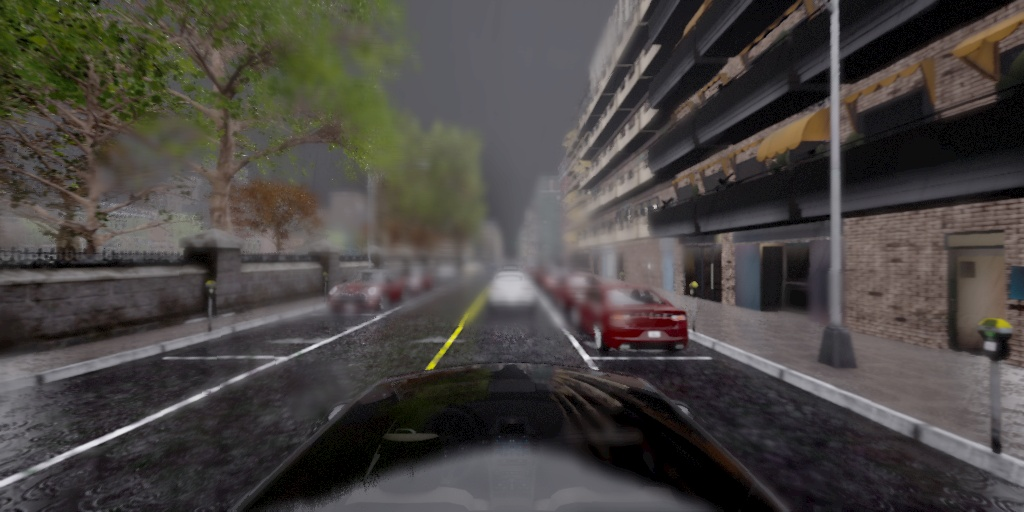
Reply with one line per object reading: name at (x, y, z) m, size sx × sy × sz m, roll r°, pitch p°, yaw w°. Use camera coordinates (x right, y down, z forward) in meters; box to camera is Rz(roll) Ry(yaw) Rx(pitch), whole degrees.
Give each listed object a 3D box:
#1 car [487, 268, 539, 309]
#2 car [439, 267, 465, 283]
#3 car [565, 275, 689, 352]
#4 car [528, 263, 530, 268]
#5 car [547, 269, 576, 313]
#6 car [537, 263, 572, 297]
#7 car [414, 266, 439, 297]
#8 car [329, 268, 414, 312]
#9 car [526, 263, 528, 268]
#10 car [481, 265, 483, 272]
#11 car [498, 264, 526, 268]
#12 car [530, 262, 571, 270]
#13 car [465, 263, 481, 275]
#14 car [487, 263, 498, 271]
car at (0.028, 1.419, 15.737) m, size 1.812 × 1.442 × 4.674 m, roll 0°, pitch 0°, yaw 1°
car at (-5.678, 1.608, 31.531) m, size 2.007 × 1.370 × 4.403 m, roll 0°, pitch 0°, yaw 0°
car at (2.694, 1.369, 9.009) m, size 1.888 × 1.381 × 4.507 m, roll 0°, pitch 0°, yaw 0°
car at (2.702, 1.498, 31.529) m, size 1.967 × 1.591 × 4.097 m, roll 0°, pitch 0°, yaw 0°
car at (2.696, 1.427, 14.639) m, size 1.888 × 1.381 × 4.507 m, roll 0°, pitch 0°, yaw 0°
car at (2.698, 1.380, 20.268) m, size 1.967 × 1.591 × 4.097 m, roll 0°, pitch 0°, yaw 0°
car at (-5.683, 1.380, 20.270) m, size 1.967 × 1.591 × 4.097 m, roll 0°, pitch 0°, yaw 0°
car at (-5.685, 1.322, 14.642) m, size 1.967 × 1.591 × 4.097 m, roll 0°, pitch 0°, yaw 0°
car at (2.708, 1.678, 48.417) m, size 1.967 × 1.591 × 4.097 m, roll 0°, pitch 0°, yaw 0°
car at (-5.670, 1.851, 54.050) m, size 2.007 × 1.370 × 4.403 m, roll 0°, pitch 0°, yaw 0°
car at (0.029, 1.553, 30.351) m, size 1.837 × 1.490 × 4.892 m, roll 0°, pitch 0°, yaw 0°
car at (2.700, 1.314, 25.898) m, size 2.192 × 1.841 × 5.009 m, roll 0°, pitch 0°, yaw 0°
car at (-5.672, 1.764, 48.250) m, size 1.751 × 1.417 × 4.829 m, roll 0°, pitch 0°, yaw 0°
car at (-3.050, 1.908, 59.445) m, size 2.033 × 1.411 × 5.357 m, roll 0°, pitch -1°, yaw 0°
